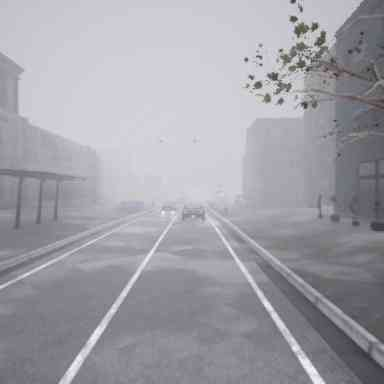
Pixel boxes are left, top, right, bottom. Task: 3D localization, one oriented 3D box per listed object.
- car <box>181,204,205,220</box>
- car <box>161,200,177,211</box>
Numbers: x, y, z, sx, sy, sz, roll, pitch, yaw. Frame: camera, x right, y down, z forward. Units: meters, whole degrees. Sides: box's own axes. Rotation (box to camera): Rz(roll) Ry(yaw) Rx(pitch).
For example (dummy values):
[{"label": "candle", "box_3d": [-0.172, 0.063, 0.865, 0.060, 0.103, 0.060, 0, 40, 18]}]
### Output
[{"label": "car", "box_3d": [0.093, 1.659, 28.320, 1.895, 1.301, 4.718, 0, -1, 0]}, {"label": "car", "box_3d": [-3.015, 1.800, 44.740, 2.033, 1.411, 5.357, 0, 0, 0]}]
